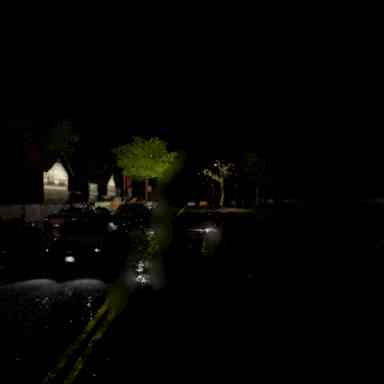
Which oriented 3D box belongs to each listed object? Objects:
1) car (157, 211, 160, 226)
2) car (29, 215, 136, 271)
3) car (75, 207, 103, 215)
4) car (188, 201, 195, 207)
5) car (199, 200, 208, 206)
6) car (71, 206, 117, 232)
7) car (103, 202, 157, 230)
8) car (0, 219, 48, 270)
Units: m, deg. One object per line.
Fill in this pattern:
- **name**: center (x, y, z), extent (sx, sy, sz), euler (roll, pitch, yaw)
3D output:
- **car**: center (-3.318, 1.795, 23.548), extent (2.033, 1.411, 5.357), euler (0, -1, 0)
- **car**: center (-3.347, 1.676, 11.147), extent (1.994, 1.385, 4.181), euler (0, -1, 1)
- **car**: center (-6.523, 1.366, 18.467), extent (2.128, 1.511, 4.902), euler (0, -1, 0)
- **car**: center (-0.146, 3.151, 85.750), extent (1.895, 1.301, 4.718), euler (0, -2, 0)
- **car**: center (3.104, 2.936, 86.581), extent (1.882, 1.535, 5.008), euler (0, -2, 0)
- **car**: center (-6.573, 1.768, 22.886), extent (1.812, 1.442, 4.674), euler (0, -1, 0)
- **car**: center (-3.273, 1.339, 18.472), extent (1.837, 1.490, 4.892), euler (0, -1, 0)
- **car**: center (-6.603, 1.720, 11.526), extent (1.895, 1.301, 4.718), euler (0, -1, 0)
